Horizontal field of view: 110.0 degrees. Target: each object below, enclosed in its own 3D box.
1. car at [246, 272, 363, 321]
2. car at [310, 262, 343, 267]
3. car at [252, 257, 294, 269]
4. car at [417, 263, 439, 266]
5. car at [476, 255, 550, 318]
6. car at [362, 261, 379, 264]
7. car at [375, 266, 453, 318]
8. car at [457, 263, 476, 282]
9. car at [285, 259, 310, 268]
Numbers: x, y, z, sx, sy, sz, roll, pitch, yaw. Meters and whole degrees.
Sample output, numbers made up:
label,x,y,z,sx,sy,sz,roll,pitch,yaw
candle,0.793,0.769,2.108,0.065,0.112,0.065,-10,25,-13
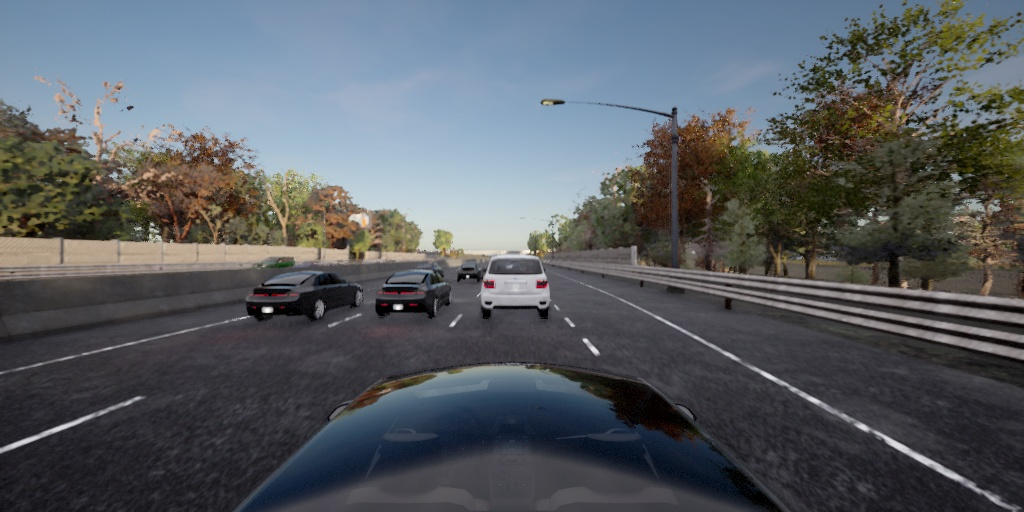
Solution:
label,x,y,z,sx,sy,sz,roll,pitch,yaw
car,-6.896,1.279,12.537,1.837,1.490,4.892,0,0,0
car,-21.075,1.462,41.908,1.895,1.301,4.718,0,0,0
car,-28.064,1.087,42.586,2.150,2.045,5.566,0,-1,0
car,-6.891,1.314,29.854,2.128,1.511,4.902,0,0,0
car,0.091,0.998,13.168,2.150,2.045,5.566,0,0,0
car,-17.569,1.347,44.431,1.882,1.535,5.008,0,0,0
car,-3.396,1.281,13.118,1.837,1.490,4.892,0,0,0
car,-3.392,1.328,29.902,1.837,1.490,4.892,0,0,0
car,-24.568,1.428,42.907,1.994,1.385,4.181,0,0,0
